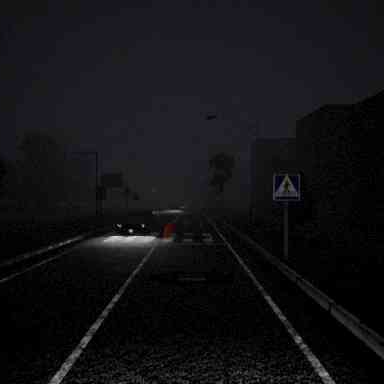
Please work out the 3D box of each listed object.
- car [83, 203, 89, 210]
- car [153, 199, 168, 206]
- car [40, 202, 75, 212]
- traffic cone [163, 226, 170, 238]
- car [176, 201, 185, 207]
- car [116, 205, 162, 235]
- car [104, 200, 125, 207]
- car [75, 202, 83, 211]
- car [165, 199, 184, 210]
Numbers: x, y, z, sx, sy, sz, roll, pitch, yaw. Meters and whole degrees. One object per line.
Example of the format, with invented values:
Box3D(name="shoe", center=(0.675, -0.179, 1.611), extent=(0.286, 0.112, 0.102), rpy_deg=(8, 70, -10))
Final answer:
Box3D(name="car", center=(-21.849, 2.551, 59.917), extent=(5.008, 1.535, 2.097), rpy_deg=(0, -1, 0))
Box3D(name="car", center=(-8.646, 3.324, 94.265), extent=(4.892, 1.521, 2.231), rpy_deg=(0, -1, 0))
Box3D(name="car", center=(-21.862, 2.448, 53.368), extent=(4.674, 1.452, 2.002), rpy_deg=(0, -1, 0))
Box3D(name="traffic cone", center=(-1.369, 2.138, 17.774), extent=(0.340, 0.580, 0.340), rpy_deg=(0, -1, 0))
Box3D(name="car", center=(-3.063, 3.267, 90.847), extent=(2.128, 1.511, 4.902), rpy_deg=(0, -1, 0))
Box3D(name="car", center=(-3.327, 1.778, 20.913), extent=(2.033, 1.411, 5.357), rpy_deg=(0, -1, 1))
Box3D(name="car", center=(-21.735, 3.252, 91.543), extent=(5.008, 1.535, 2.097), rpy_deg=(0, -1, 0))
Box3D(name="car", center=(-21.849, 2.481, 56.644), extent=(4.892, 1.521, 2.231), rpy_deg=(0, -1, 0))
Box3D(name="car", center=(-3.203, 2.628, 61.579), extent=(2.128, 1.511, 4.902), rpy_deg=(0, -1, 1))
